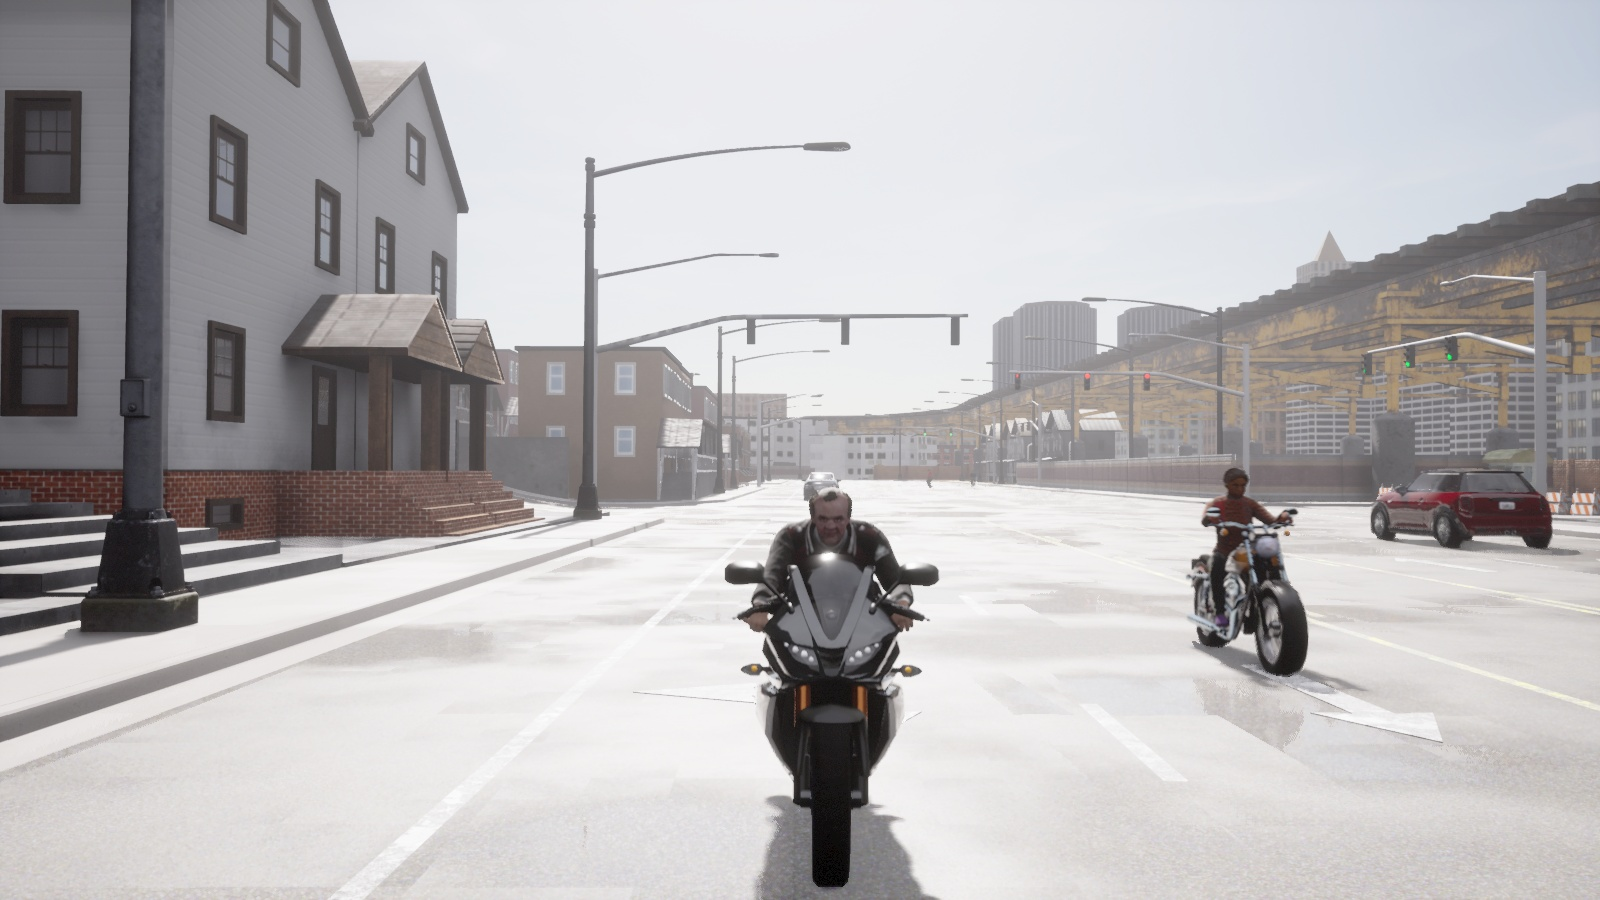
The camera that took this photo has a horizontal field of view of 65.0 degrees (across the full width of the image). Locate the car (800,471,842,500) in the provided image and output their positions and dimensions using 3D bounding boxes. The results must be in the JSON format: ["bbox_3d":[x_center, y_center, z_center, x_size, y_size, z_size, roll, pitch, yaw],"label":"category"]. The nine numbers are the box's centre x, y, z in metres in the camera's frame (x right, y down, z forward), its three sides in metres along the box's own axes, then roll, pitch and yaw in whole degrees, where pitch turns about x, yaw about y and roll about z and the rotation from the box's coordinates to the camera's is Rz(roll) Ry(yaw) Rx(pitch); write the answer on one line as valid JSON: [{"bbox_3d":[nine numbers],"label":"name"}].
[{"bbox_3d":[1.191,1.906,68.064,2.128,1.511,4.902,0,-1,2],"label":"car"}]

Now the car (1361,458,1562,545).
[{"bbox_3d":[14.497,1.082,27.871,2.097,1.767,4.553,0,-1,1],"label":"car"}]

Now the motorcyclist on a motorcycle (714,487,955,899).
[{"bbox_3d":[0.140,0.944,5.624,0.866,1.530,2.191,0,-1,1],"label":"motorcyclist on a motorcycle"}]

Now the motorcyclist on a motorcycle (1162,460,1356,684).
[{"bbox_3d":[3.717,0.921,10.427,0.766,1.649,2.350,0,-1,1],"label":"motorcyclist on a motorcycle"}]
